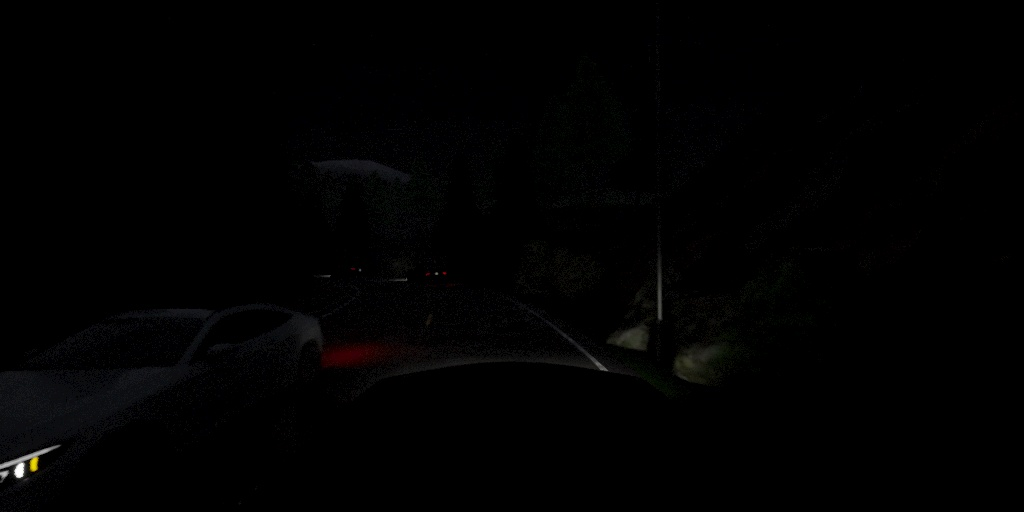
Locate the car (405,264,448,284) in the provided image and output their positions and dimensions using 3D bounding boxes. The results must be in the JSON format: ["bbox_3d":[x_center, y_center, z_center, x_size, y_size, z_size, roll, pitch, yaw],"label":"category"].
[{"bbox_3d":[-6.651,1.305,27.515,2.033,1.411,5.357,-1,0,-32],"label":"car"}]

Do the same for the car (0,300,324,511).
[{"bbox_3d":[-3.915,1.306,4.180,1.812,1.442,4.674,0,0,-4],"label":"car"}]

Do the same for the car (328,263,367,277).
[{"bbox_3d":[-16.832,1.396,36.639,4.181,1.385,1.994,0,0,30],"label":"car"}]
